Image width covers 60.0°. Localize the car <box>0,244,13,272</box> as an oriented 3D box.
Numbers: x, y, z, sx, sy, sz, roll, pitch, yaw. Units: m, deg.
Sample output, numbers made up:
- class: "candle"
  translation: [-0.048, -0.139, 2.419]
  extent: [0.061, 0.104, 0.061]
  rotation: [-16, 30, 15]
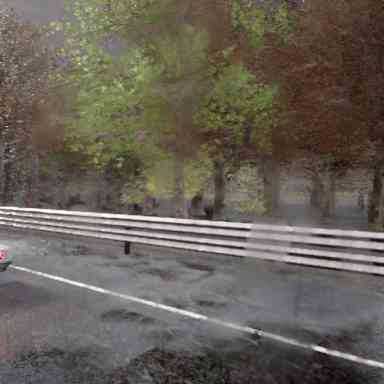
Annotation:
- class: "car"
  translation: [-6.686, 1.512, 8.574]
  extent: [4.718, 1.301, 1.895]
  rotation: [1, 0, 35]
